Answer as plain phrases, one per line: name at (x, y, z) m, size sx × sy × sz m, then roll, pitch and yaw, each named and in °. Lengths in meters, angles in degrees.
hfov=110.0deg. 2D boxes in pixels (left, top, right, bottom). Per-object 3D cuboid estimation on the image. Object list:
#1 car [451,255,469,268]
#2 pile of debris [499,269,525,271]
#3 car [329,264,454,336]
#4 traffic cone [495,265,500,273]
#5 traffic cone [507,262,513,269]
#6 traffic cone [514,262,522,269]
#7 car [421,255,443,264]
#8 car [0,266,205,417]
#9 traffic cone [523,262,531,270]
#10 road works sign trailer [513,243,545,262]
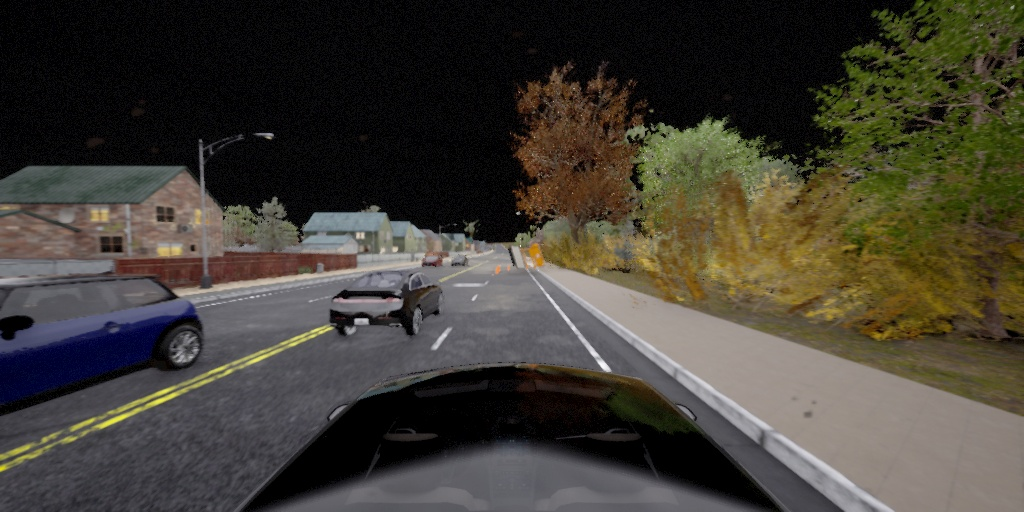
car at (-6.578, 0.659, 45.556) m, size 1.837 × 1.490 × 4.892 m, roll 0°, pitch 1°, yaw 0°
pile of debris at (-0.018, 1.499, 32.727) m, size 1.860 × 0.140 × 1.500 m, roll 0°, pitch 0°, yaw 0°
car at (-3.151, 1.134, 9.936) m, size 2.128 × 1.511 × 4.902 m, roll 0°, pitch 1°, yaw 0°
traffic cone at (-1.385, 1.289, 32.713) m, size 0.340 × 0.580 × 0.340 m, roll 0°, pitch 0°, yaw 0°
traffic cone at (-0.387, 1.207, 38.713) m, size 0.340 × 0.580 × 0.340 m, roll 0°, pitch 0°, yaw 0°
traffic cone at (0.613, 1.207, 38.713) m, size 0.340 × 0.580 × 0.340 m, roll 0°, pitch 0°, yaw 0°
car at (-9.827, 0.648, 44.512) m, size 1.882 × 1.535 × 5.008 m, roll 0°, pitch 1°, yaw 0°
car at (-6.599, 1.066, 4.498) m, size 2.097 × 1.767 × 4.553 m, roll 0°, pitch 1°, yaw 0°
traffic cone at (1.613, 1.207, 38.712) m, size 0.340 × 0.580 × 0.340 m, roll 0°, pitch 0°, yaw 0°
road works sign trailer at (2.212, -1.423, 34.934) m, size 2.880 × 3.560 × 2.380 m, roll 0°, pitch 0°, yaw -39°
